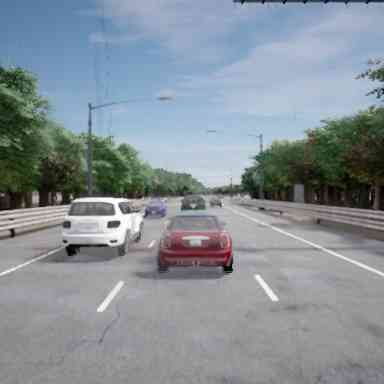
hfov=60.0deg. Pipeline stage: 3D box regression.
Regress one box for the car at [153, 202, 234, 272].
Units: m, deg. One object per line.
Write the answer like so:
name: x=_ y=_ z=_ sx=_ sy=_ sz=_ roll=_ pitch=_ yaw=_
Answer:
car: x=0.099 y=1.374 z=10.983 sx=2.097 sy=1.767 sz=4.553 roll=0 pitch=0 yaw=0

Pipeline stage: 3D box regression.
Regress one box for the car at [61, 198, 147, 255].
car: x=-3.400 y=1.251 z=13.588 sx=2.150 sy=2.045 sz=5.566 roll=0 pitch=0 yaw=0

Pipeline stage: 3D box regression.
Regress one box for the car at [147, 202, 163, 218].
car: x=-3.359 y=1.631 z=31.667 sx=1.812 sy=1.442 sz=4.674 roll=0 pitch=0 yaw=0

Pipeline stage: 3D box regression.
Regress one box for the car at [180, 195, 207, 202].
car: x=0.126 y=1.318 z=29.884 sx=2.150 sy=2.045 sz=5.566 roll=0 pitch=0 yaw=0

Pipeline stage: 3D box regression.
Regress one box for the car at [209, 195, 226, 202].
car: x=3.994 y=1.731 z=55.762 sx=2.128 sy=1.511 sz=4.902 roll=0 pitch=0 yaw=2

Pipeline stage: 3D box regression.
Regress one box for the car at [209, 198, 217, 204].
car: x=5.051 y=2.095 z=79.569 sx=1.895 sy=1.301 sz=4.718 roll=0 pitch=-1 yaw=3
